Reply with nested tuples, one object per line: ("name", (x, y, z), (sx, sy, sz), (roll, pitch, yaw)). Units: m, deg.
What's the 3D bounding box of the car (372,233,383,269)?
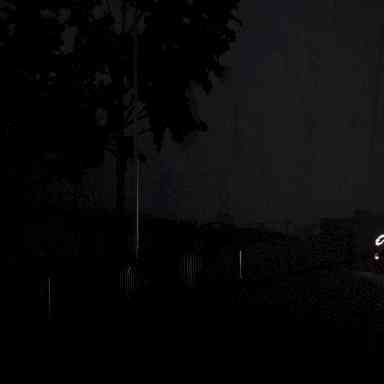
("car", (7.294, 1.353, 9.797), (4.553, 1.767, 2.097), (0, 0, -36))
